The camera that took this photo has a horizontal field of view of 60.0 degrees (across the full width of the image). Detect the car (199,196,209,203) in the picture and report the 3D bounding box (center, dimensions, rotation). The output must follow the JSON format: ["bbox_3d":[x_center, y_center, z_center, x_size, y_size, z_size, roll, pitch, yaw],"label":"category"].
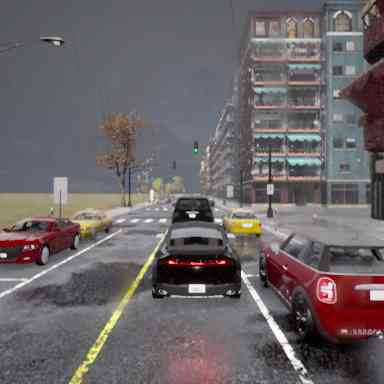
[{"bbox_3d":[2.540,1.556,72.743,1.947,1.339,4.313,1,0,0],"label":"car"}]

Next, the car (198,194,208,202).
[{"bbox_3d":[2.540,1.305,78.404,2.192,1.841,5.009,1,0,0],"label":"car"}]

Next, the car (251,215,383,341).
[{"bbox_3d":[2.572,1.439,6.495,1.967,1.590,4.097,1,0,0],"label":"car"}]

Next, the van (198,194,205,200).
[{"bbox_3d":[2.534,1.331,89.726,1.690,1.788,3.998,1,0,0],"label":"van"}]

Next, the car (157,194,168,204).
[{"bbox_3d":[-5.333,1.432,60.941,1.967,1.590,4.097,1,0,0],"label":"car"}]

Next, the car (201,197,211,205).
[{"bbox_3d":[2.545,1.573,61.421,1.802,1.307,4.206,1,0,0],"label":"car"}]

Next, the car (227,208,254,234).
[{"bbox_3d":[2.566,1.522,17.755,1.752,1.417,4.829,1,0,0],"label":"car"}]

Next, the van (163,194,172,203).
[{"bbox_3d":[-5.338,1.332,72.249,1.690,1.788,3.998,1,0,0],"label":"van"}]

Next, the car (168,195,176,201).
[{"bbox_3d":[-5.348,1.572,89.211,1.802,1.307,4.206,1,0,0],"label":"car"}]

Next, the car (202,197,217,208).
[{"bbox_3d":[2.551,1.544,50.099,2.008,1.369,4.403,1,0,0],"label":"car"}]

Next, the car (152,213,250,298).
[{"bbox_3d":[0.096,1.503,8.455,1.837,1.490,4.892,0,0,0],"label":"car"}]

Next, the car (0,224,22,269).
[{"bbox_3d":[-5.309,1.550,6.082,2.008,1.369,4.403,1,0,0],"label":"car"}]

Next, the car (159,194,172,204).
[{"bbox_3d":[-5.335,1.306,66.595,2.192,1.841,5.009,1,0,0],"label":"car"}]

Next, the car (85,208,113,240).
[{"bbox_3d":[-5.314,1.522,16.984,1.752,1.417,4.829,1,0,0],"label":"car"}]

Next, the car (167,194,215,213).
[{"bbox_3d":[0.074,1.220,18.499,2.150,2.045,5.566,0,0,1],"label":"car"}]

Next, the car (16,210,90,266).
[{"bbox_3d":[-5.312,1.543,11.618,1.887,1.381,4.507,1,0,0],"label":"car"}]
